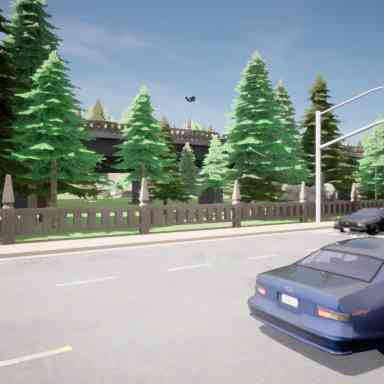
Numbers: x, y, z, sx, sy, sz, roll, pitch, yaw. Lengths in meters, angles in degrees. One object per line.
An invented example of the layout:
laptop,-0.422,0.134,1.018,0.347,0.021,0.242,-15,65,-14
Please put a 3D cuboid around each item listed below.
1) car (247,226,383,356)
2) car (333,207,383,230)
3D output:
car,3.496,1.547,5.918,5.357,1.411,2.033,0,0,-31
car,10.203,1.548,18.485,5.357,1.411,2.033,0,0,-32
